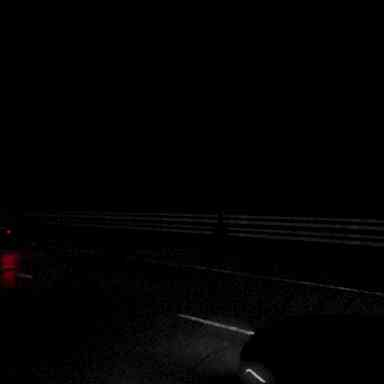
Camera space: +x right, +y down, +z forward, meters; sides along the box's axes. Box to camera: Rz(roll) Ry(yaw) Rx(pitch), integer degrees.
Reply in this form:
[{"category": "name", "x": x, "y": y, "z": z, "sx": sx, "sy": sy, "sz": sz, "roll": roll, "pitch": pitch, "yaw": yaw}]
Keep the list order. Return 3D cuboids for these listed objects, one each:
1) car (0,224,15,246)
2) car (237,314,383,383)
[{"category": "car", "x": -10.476, "y": 1.904, "z": 15.767, "sx": 4.718, "sy": 1.301, "sz": 1.895, "roll": -2, "pitch": -1, "yaw": 36}, {"category": "car", "x": 2.539, "y": 1.518, "z": 2.180, "sx": 4.674, "sy": 1.442, "sz": 1.812, "roll": -1, "pitch": 0, "yaw": 36}]
